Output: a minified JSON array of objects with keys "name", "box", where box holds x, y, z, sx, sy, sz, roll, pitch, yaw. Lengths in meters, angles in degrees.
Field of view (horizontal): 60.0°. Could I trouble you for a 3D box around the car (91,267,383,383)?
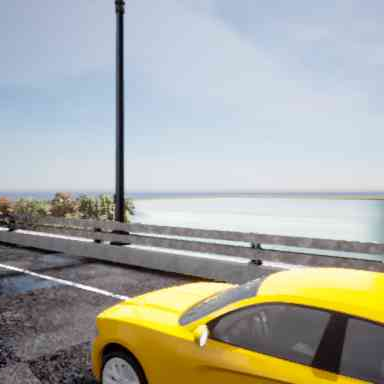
[{"name":"car","box":[1.155,1.479,3.044,5.008,1.535,1.882,0,0,36]}]
